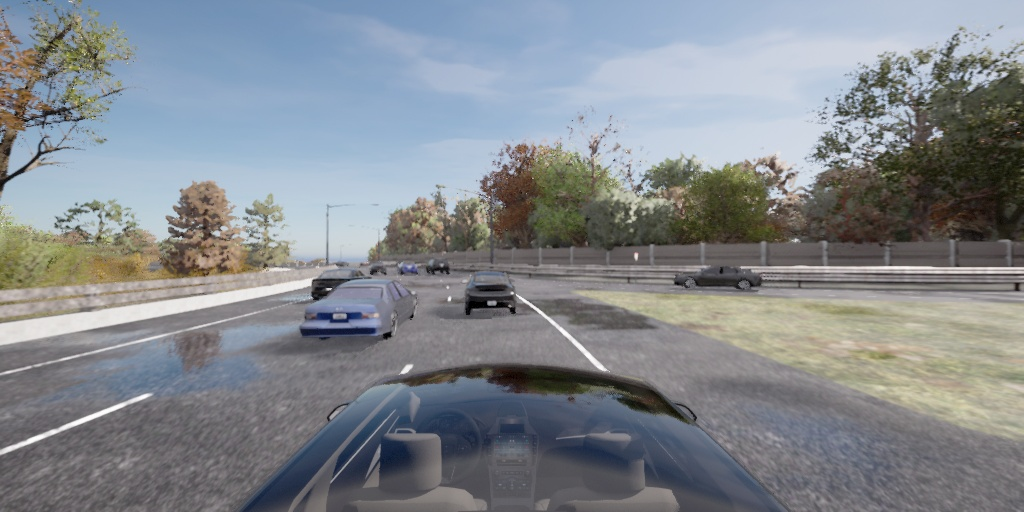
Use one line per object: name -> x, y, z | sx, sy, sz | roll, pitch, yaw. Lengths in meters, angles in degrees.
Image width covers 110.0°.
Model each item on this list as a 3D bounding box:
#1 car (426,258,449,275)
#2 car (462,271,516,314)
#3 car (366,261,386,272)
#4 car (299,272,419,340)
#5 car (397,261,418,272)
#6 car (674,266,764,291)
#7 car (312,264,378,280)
car -> -9.560, 1.324, 45.994 | 2.150, 2.045, 5.566 | 0, -1, -23
car -> -0.929, 1.352, 14.450 | 1.837, 1.490, 4.892 | 0, 0, -6
car -> -17.380, 1.630, 46.255 | 1.837, 1.490, 4.892 | 0, -1, -25
car -> -3.971, 1.371, 10.260 | 2.033, 1.411, 5.357 | 0, 0, -5
car -> -13.573, 1.469, 46.342 | 2.097, 1.767, 4.553 | 0, 0, -24
car -> 12.942, 1.377, 22.709 | 4.892, 1.490, 1.837 | -1, 0, 26
car -> -8.670, 1.376, 18.653 | 1.882, 1.535, 5.008 | 0, 0, -9
